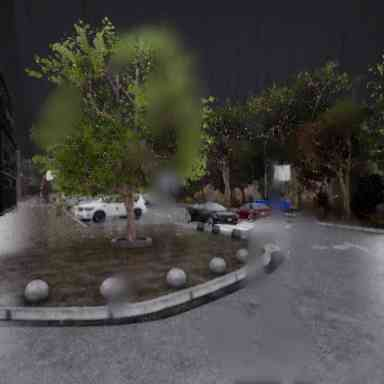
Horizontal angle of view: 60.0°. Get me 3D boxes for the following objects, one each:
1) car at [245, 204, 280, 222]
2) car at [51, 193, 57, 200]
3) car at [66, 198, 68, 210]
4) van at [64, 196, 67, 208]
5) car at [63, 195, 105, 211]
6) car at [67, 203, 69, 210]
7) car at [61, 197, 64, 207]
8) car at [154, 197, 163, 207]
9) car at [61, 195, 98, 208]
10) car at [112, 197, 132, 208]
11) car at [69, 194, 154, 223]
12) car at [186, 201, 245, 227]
[{"bbox_3d":[4.519,1.531,25.405,1.895,1.301,4.718,0,0,-24],"label":"car"},{"bbox_3d":[-19.894,1.187,55.908,5.566,2.045,2.435,-1,0,-45],"label":"car"},{"bbox_3d":[-9.903,1.482,34.045,4.674,1.452,2.002,-1,0,-45],"label":"car"},{"bbox_3d":[-11.237,1.216,36.686,4.442,1.987,1.878,-1,1,-45],"label":"van"},{"bbox_3d":[-13.691,1.312,42.215,4.553,1.767,2.185,-1,0,-45],"label":"car"},{"bbox_3d":[-8.507,1.437,31.449,5.366,1.575,1.946,-1,0,-45],"label":"car"},{"bbox_3d":[-12.400,1.438,39.503,5.008,1.535,2.097,-1,1,-45],"label":"car"},{"bbox_3d":[-5.730,1.409,47.722,2.128,1.511,4.902,0,0,-25],"label":"car"},{"bbox_3d":[-16.137,1.310,47.713,4.553,1.767,2.185,-1,1,-45],"label":"car"},{"bbox_3d":[-9.917,1.439,46.802,1.837,1.490,4.892,0,0,-24],"label":"car"},{"bbox_3d":[-6.131,1.195,25.835,5.566,2.045,2.435,-1,1,-45],"label":"car"},{"bbox_3d":[1.251,1.423,22.620,1.882,1.535,5.008,0,0,-26],"label":"car"}]
